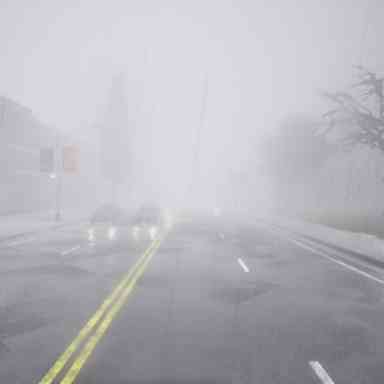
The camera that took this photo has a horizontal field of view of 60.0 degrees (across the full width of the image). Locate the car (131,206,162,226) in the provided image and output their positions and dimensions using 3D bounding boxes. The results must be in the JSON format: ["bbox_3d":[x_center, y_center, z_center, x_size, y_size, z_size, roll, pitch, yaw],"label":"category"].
[{"bbox_3d":[-3.346,1.762,25.653,2.033,1.411,5.357,0,-1,0],"label":"car"}]

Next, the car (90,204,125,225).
[{"bbox_3d":[-6.593,1.726,26.254,1.837,1.490,4.892,0,-1,0],"label":"car"}]
